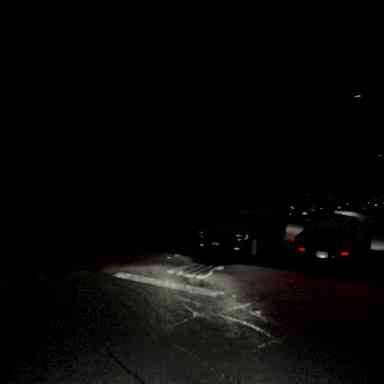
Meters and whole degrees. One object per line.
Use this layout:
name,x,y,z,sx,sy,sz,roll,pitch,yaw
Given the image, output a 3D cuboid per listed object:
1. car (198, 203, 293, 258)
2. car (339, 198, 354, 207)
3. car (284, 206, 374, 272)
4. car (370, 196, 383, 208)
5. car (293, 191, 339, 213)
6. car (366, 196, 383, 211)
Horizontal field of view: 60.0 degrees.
car,2.036,1.299,12.366,1.882,1.535,5.008,1,1,31
car,16.145,1.291,35.694,1.895,1.301,4.718,1,0,31
car,4.509,1.407,10.446,1.812,1.442,4.674,1,1,31
car,25.691,1.297,45.592,1.882,1.535,5.008,1,0,31
car,8.333,0.952,22.783,2.150,2.045,5.566,1,1,31
car,20.566,1.327,36.983,1.994,1.385,4.181,1,0,32
